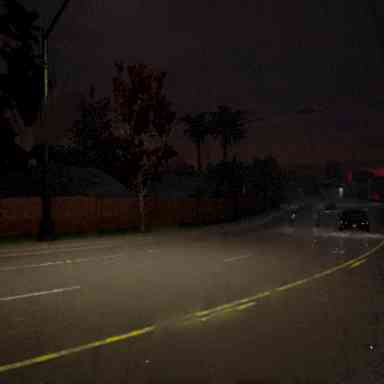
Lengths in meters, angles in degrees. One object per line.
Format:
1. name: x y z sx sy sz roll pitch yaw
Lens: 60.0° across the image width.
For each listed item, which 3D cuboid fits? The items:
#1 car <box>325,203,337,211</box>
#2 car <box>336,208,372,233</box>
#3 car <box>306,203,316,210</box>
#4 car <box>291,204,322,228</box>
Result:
1. car: 26.131 2.820 62.587 2.033 1.411 5.357 -1 -1 20
2. car: 11.515 1.983 23.569 1.837 1.490 4.892 0 -1 27
3. car: 23.806 2.958 66.497 1.895 1.301 4.718 -1 -1 20
4. car: 9.356 1.927 27.126 2.097 1.767 4.553 -1 -2 24
